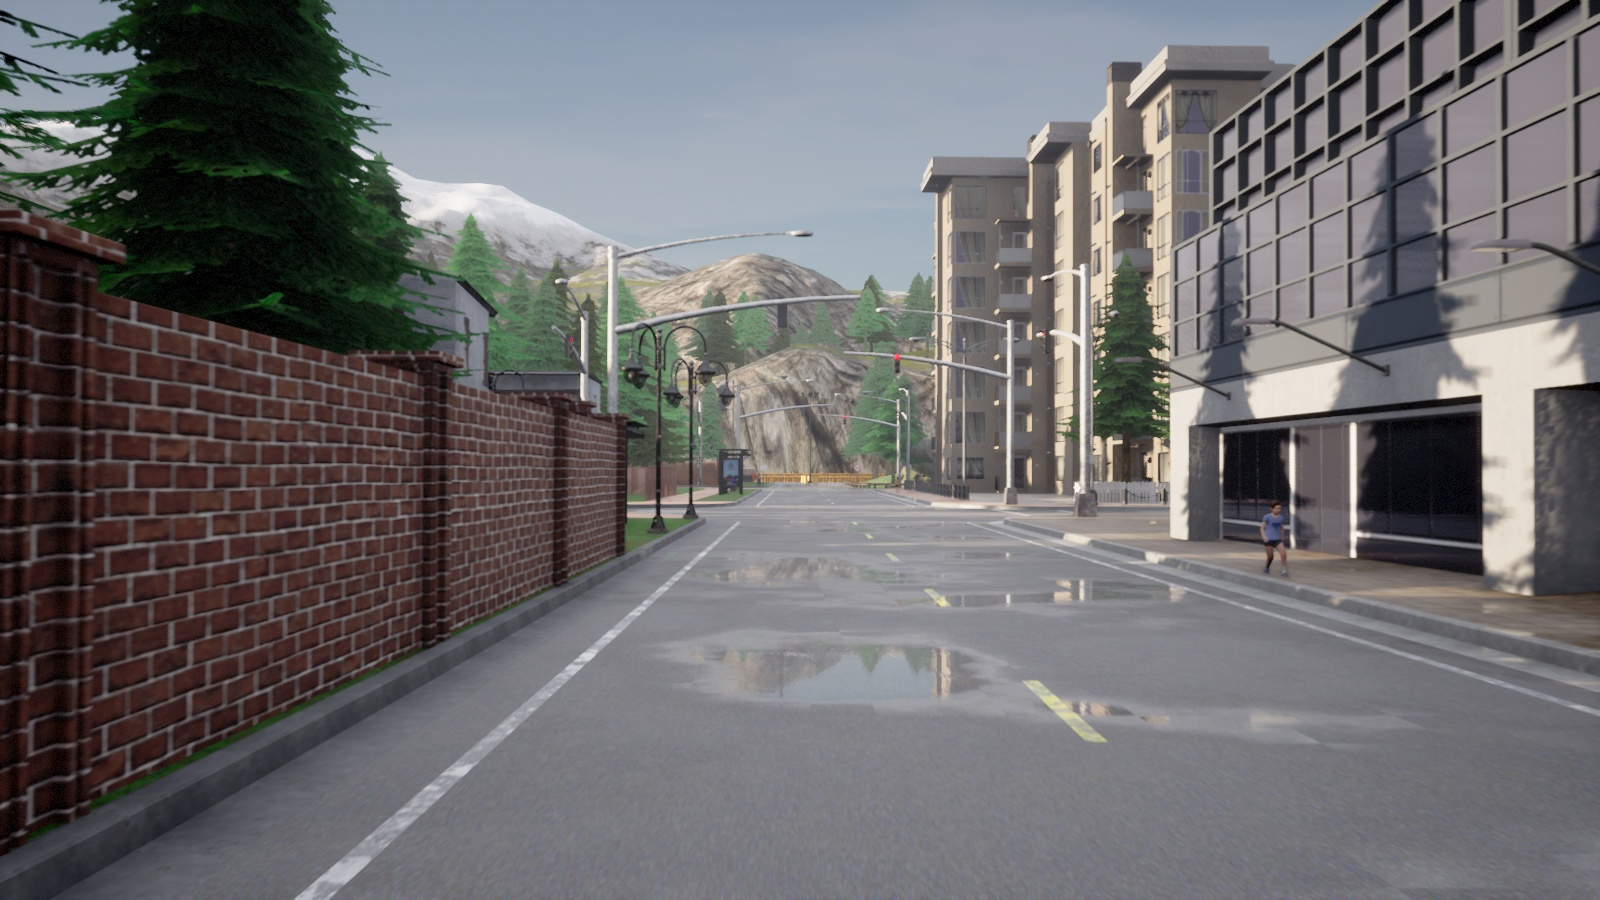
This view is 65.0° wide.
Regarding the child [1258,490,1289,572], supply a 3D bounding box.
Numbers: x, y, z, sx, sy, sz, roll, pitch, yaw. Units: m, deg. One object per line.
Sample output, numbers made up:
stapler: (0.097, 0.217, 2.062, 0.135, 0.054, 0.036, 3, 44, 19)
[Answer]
child: (6.553, 1.116, 17.385, 0.255, 1.110, 0.394, 0, -1, -3)
